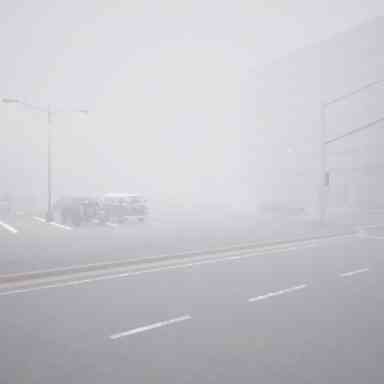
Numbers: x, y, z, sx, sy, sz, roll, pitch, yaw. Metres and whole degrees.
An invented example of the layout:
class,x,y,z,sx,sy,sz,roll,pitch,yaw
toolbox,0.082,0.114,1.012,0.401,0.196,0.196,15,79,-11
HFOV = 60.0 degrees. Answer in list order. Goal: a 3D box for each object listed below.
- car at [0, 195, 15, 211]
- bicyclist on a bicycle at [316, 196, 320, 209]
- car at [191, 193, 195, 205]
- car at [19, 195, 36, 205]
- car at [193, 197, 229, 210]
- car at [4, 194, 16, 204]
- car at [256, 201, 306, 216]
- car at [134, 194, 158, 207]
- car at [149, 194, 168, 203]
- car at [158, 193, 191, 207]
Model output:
class,x,y,z,sx,sy,sz,roll,pitch,yaw
car,-21.843,1.451,37.873,1.970,1.475,3.806,0,0,-35
bicyclist on a bicycle,16.475,1.356,42.858,1.656,1.620,0.582,0,0,-35
car,-1.521,1.277,61.582,2.150,2.045,5.566,0,0,-35
car,-27.331,1.209,55.321,1.932,1.855,4.605,0,0,-35
car,2.649,1.656,43.334,1.895,1.301,4.718,0,0,-36
car,-29.725,1.212,53.694,1.905,1.878,3.866,0,0,-35
car,9.053,1.603,34.350,2.033,1.411,5.357,0,0,-36
car,-8.989,1.547,66.007,2.128,1.511,4.902,0,0,-35
car,-7.056,1.407,69.343,2.097,1.767,4.553,0,0,-35
car,-2.721,1.409,50.891,2.097,1.767,4.553,0,0,-35
